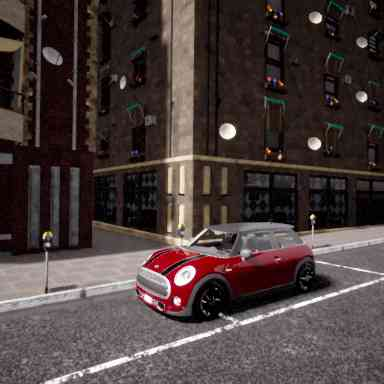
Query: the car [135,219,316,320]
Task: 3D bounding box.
[{"bbox_3d":[0.819,1.441,7.276,4.097,1.590,1.967,0,1,-35],"label":"car"}]
